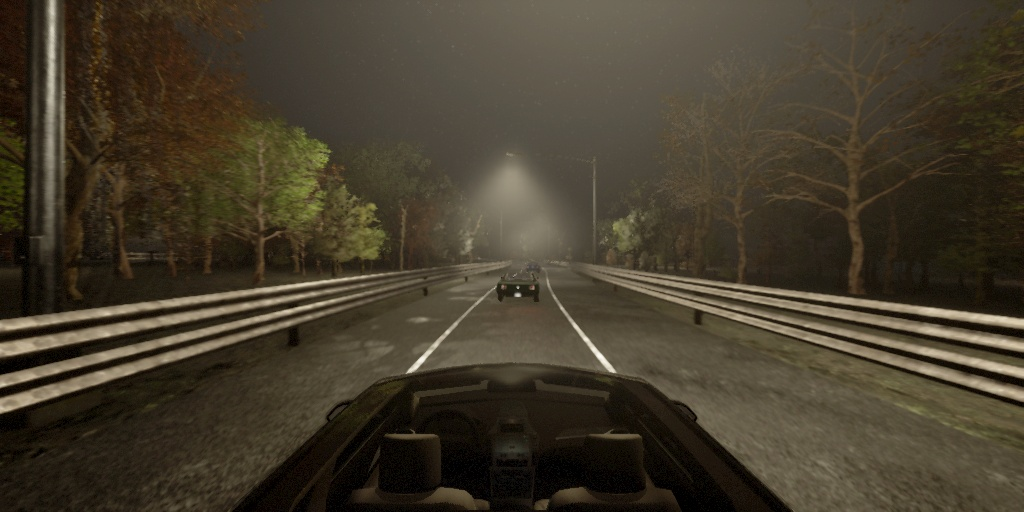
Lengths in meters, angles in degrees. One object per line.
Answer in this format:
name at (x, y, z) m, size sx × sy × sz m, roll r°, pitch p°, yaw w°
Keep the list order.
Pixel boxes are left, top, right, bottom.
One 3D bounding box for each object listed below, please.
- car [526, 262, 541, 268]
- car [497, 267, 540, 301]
car at (2.833, 1.455, 47.775) m, size 2.033 × 1.411 × 5.357 m, roll 0°, pitch 0°, yaw 5°
car at (0.373, 1.396, 17.670) m, size 1.895 × 1.301 × 4.718 m, roll 0°, pitch 0°, yaw 3°
